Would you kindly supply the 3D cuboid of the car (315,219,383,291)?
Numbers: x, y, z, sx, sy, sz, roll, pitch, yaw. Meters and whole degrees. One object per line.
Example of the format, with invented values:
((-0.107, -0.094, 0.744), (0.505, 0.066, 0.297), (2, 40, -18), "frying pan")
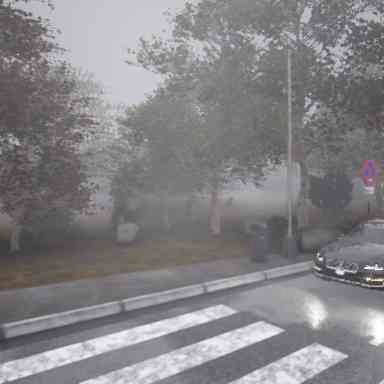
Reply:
((5.219, 1.512, 8.750), (4.892, 1.490, 1.837), (0, 0, -36), "car")
